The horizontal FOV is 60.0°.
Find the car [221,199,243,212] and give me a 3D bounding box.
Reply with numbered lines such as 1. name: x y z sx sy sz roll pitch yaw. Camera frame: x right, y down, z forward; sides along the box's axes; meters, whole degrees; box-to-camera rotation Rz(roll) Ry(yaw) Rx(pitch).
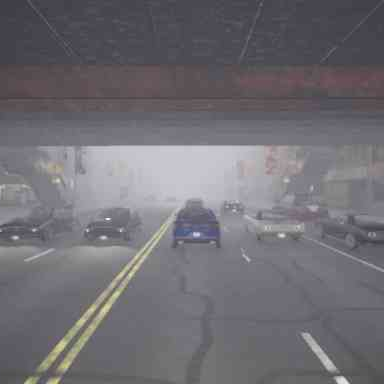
1. car: 3.729 1.337 31.540 1.895 1.301 4.718 0 0 0

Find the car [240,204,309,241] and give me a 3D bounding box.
1. car: 3.697 1.468 15.833 1.895 1.301 4.718 0 0 0

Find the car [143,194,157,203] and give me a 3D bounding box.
1. car: -6.943 1.039 55.799 1.837 1.490 4.892 0 0 0

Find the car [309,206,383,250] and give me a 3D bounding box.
1. car: 6.728 1.480 13.648 1.895 1.301 4.718 0 0 0

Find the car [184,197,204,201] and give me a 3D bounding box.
1. car: 0.228 1.227 33.192 1.837 1.490 4.892 0 1 0

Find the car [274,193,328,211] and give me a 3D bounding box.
1. car: 6.683 1.052 21.041 2.435 2.045 5.566 0 0 0

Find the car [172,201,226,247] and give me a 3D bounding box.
1. car: 0.187 1.357 14.386 1.882 1.535 5.008 0 0 0

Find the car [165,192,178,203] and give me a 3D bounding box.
1. car: -3.443 1.134 55.827 1.895 1.301 4.718 0 0 0

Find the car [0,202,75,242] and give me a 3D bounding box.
1. car: -7.004 1.414 15.899 2.033 1.411 5.357 0 0 1

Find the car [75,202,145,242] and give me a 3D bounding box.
1. car: -3.505 1.414 15.904 2.033 1.411 5.357 0 0 1
